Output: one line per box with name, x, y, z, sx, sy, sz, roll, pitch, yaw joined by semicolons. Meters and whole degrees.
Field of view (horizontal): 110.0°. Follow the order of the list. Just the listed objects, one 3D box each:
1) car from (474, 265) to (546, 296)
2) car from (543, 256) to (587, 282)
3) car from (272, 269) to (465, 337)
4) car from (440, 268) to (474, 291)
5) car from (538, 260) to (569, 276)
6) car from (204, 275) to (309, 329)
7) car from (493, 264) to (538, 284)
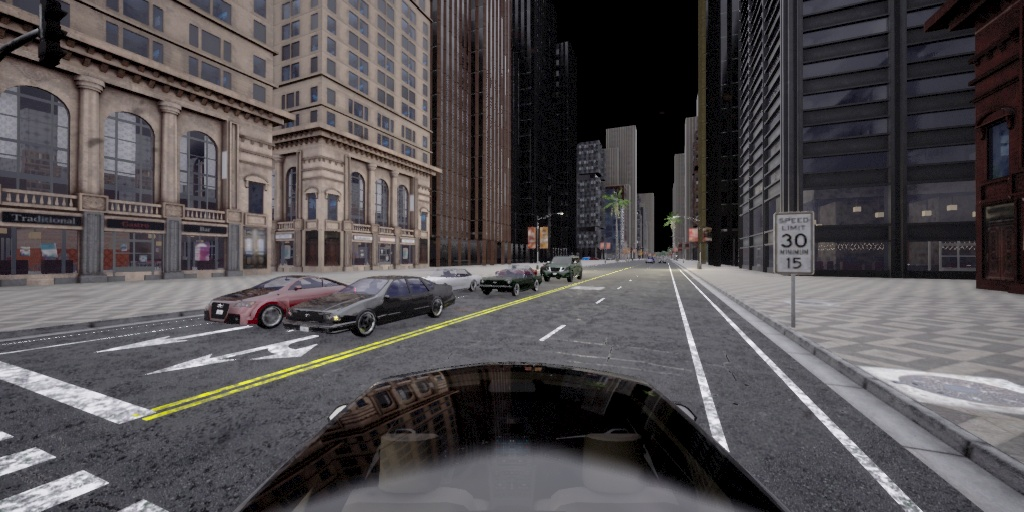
car;0.045;1.358;19.546;1.895;1.301;4.718;0;0;24
car;4.286;0.987;29.366;2.150;2.045;5.566;0;0;23
car;-3.753;1.299;10.742;2.033;1.411;5.357;0;0;23
car;-3.541;1.357;19.441;1.895;1.301;4.718;0;0;23
car;4.484;1.252;37.943;1.882;1.535;5.008;0;0;24
car;-7.007;1.316;11.394;1.994;1.385;4.181;0;0;24
car;0.406;1.365;28.587;1.895;1.301;4.718;0;0;24
